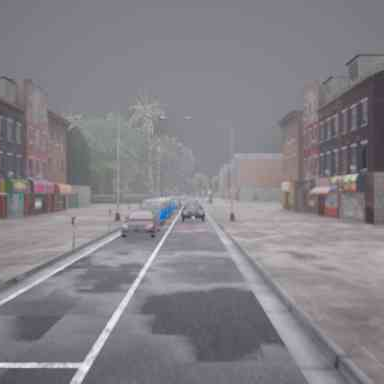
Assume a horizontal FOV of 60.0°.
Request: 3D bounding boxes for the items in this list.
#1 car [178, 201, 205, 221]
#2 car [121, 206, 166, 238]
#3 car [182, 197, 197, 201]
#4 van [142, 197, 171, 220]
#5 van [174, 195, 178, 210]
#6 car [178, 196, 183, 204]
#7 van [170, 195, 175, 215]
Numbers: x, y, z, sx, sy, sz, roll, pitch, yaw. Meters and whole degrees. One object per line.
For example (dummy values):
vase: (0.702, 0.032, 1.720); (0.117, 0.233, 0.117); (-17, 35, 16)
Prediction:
car: (0.091, 1.657, 27.393); (1.895, 1.301, 4.718); (0, 0, 0)
car: (-2.640, 1.614, 17.913); (1.802, 1.307, 4.206); (0, 0, 0)
car: (0.070, 1.657, 41.300); (1.994, 1.385, 4.181); (0, 0, 0)
van: (-2.640, 1.387, 23.378); (1.690, 1.788, 3.998); (0, 0, 0)
van: (-2.641, 1.415, 34.307); (1.690, 1.788, 3.998); (0, 0, 0)
car: (-2.642, 1.654, 45.235); (2.008, 1.369, 4.403); (0, 0, 0)
van: (-2.640, 1.401, 28.842); (1.690, 1.788, 3.998); (0, 0, 0)
